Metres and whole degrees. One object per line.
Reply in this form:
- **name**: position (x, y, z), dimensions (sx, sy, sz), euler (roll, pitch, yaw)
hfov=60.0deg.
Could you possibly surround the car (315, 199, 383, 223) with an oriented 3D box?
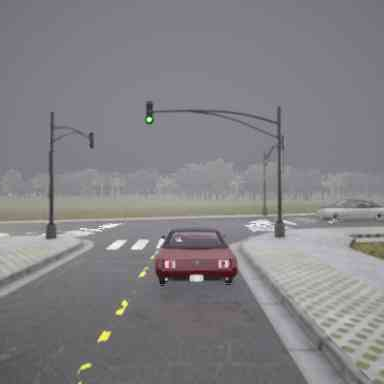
- **car**: position (11.122, 1.375, 23.066), dimensions (4.718, 1.301, 1.895), euler (-2, -1, 1)

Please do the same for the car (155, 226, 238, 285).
- **car**: position (0.038, 1.650, 9.658), dimensions (1.895, 1.301, 4.718), euler (0, 0, -2)
